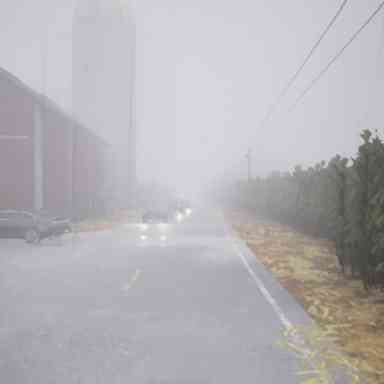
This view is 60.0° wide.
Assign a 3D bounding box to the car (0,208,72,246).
[{"bbox_3d":[-7.957,1.503,14.958,4.902,1.511,2.128,0,0,6],"label":"car"}]

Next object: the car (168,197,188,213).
[{"bbox_3d":[-1.948,1.380,36.602,2.097,1.767,4.553,0,0,4],"label":"car"}]

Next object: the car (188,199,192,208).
[{"bbox_3d":[-1.124,1.637,48.152,1.895,1.301,4.718,0,0,4],"label":"car"}]

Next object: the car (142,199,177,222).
[{"bbox_3d":[-2.624,1.546,26.497,1.812,1.442,4.674,0,0,5],"label":"car"}]
